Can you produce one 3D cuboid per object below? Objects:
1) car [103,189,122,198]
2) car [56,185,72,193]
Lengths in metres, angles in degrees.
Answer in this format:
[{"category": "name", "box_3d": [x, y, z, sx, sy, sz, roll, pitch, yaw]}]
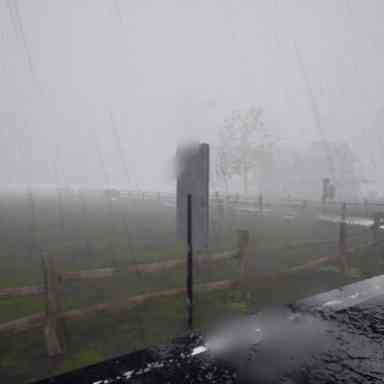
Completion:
[{"category": "car", "box_3d": [-12.971, 0.246, 54.084, 1.837, 1.490, 4.892, 1, 1, -35]}, {"category": "car", "box_3d": [-33.469, -0.911, 88.095, 2.150, 2.045, 5.566, 1, 1, -35]}]
